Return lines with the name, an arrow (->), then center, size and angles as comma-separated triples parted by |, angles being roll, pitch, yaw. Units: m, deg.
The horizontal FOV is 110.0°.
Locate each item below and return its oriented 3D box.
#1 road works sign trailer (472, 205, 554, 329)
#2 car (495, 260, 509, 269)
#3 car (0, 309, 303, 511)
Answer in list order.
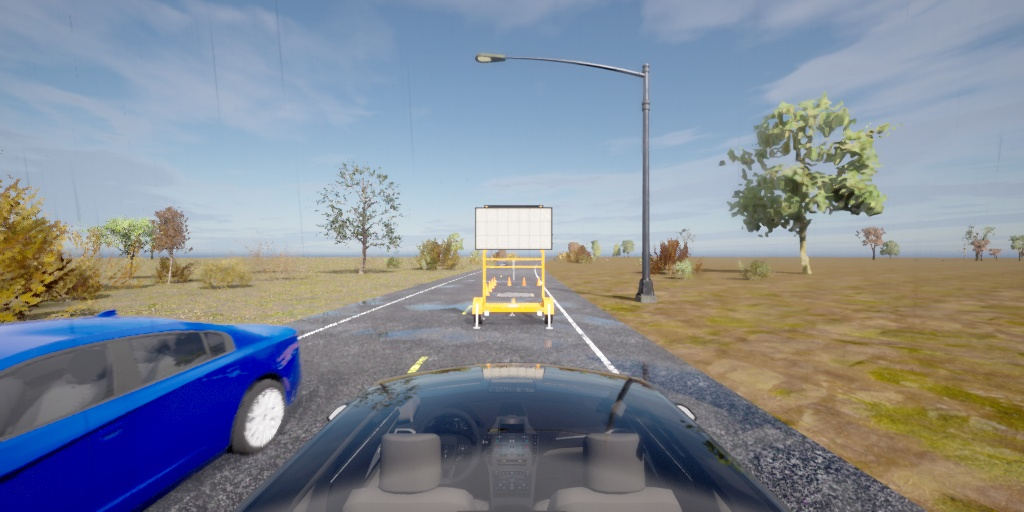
road works sign trailer -> 0.054, 0.214, 11.252 | 2.380, 3.560, 2.880 | 0, 0, 1
car -> -1.573, 1.265, 57.118 | 1.812, 1.442, 4.674 | 0, 0, 4
car -> -3.470, 1.227, 2.254 | 1.882, 1.535, 5.008 | 0, 0, 0
